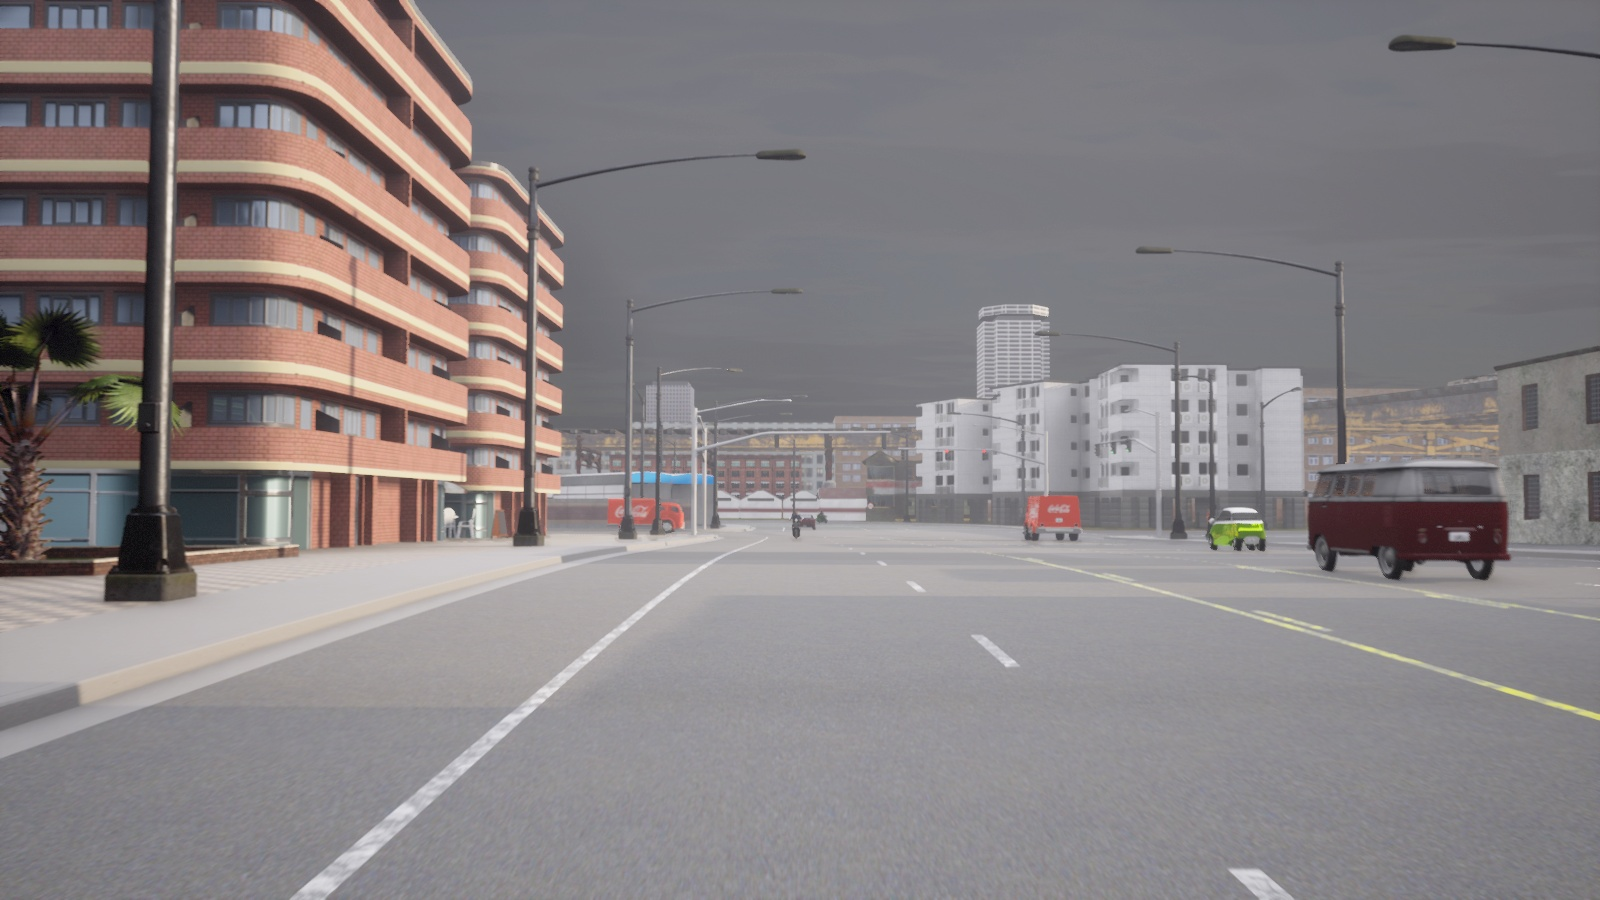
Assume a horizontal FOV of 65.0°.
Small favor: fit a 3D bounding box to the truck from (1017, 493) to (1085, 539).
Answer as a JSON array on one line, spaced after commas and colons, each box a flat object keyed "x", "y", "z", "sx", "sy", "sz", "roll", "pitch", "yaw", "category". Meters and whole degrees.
[{"x": 13.848, "y": 3.668, "z": 69.672, "sx": 2.627, "sy": 2.467, "sz": 5.204, "roll": 0, "pitch": -3, "yaw": 0, "category": "truck"}]

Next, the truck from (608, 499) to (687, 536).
[{"x": -10.491, "y": 4.667, "z": 86.893, "sx": 5.204, "sy": 2.467, "sz": 2.627, "roll": 0, "pitch": -3, "yaw": -1, "category": "truck"}]

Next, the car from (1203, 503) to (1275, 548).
[{"x": 13.909, "y": 2.386, "z": 39.843, "sx": 1.481, "sy": 1.376, "sz": 2.207, "roll": 0, "pitch": -3, "yaw": 0, "category": "car"}]

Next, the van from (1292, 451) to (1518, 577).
[{"x": 10.447, "y": 1.111, "z": 22.100, "sx": 1.775, "sy": 1.987, "sz": 4.442, "roll": 0, "pitch": -2, "yaw": 0, "category": "van"}]
